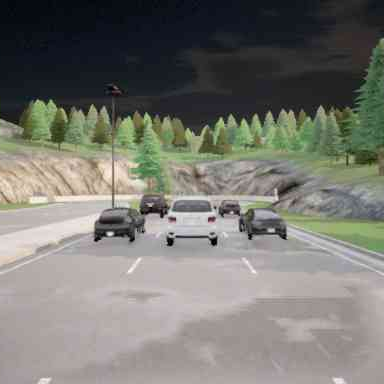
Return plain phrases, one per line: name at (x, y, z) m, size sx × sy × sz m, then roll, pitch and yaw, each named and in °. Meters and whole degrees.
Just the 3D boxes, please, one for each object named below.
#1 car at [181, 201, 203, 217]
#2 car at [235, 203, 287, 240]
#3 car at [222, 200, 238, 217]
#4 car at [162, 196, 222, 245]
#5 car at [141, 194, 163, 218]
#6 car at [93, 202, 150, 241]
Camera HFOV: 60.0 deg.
car at (0.028, 1.565, 31.689) m, size 1.994 × 1.385 × 4.181 m, roll 0°, pitch 0°, yaw 1°
car at (3.527, 1.525, 17.016) m, size 1.812 × 1.442 × 4.674 m, roll 0°, pitch 0°, yaw 1°
car at (3.528, 1.507, 31.634) m, size 1.837 × 1.490 × 4.892 m, roll 0°, pitch 1°, yaw 1°
car at (0.011, 1.225, 15.688) m, size 2.150 × 2.045 × 5.566 m, roll 0°, pitch 0°, yaw 0°
car at (-3.488, 1.225, 30.669) m, size 2.150 × 2.045 × 5.566 m, roll 0°, pitch 0°, yaw 0°
car at (-3.477, 1.507, 16.628) m, size 1.837 × 1.490 × 4.892 m, roll 0°, pitch 1°, yaw 0°
